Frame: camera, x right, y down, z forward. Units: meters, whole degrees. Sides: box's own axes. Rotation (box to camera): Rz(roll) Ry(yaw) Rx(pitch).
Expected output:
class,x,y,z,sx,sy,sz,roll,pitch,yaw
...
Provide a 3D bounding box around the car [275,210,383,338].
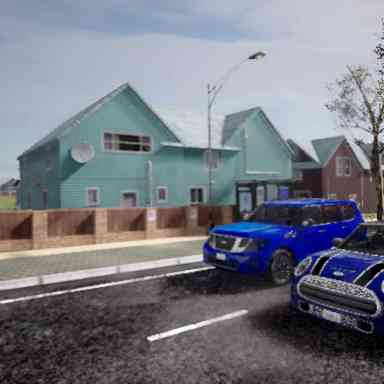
class,x,y,z,sx,sy,sz,roll,pitch,yaw
car,4.031,1.371,6.559,4.553,1.767,2.097,0,0,-35

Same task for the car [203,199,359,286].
class,x,y,z,sx,sy,sz,roll,pitch,yaw
car,2.957,1.243,9.786,5.566,2.045,2.150,0,0,-35
